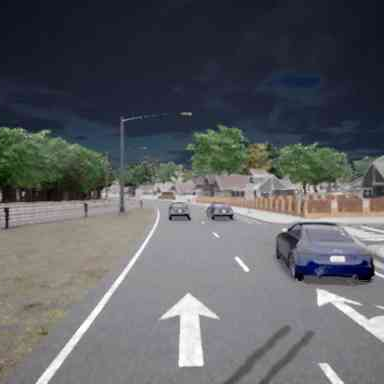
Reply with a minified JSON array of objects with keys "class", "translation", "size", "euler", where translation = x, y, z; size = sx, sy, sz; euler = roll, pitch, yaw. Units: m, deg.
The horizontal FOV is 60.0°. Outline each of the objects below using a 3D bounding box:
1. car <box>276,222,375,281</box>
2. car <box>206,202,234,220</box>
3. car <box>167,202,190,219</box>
[{"class":"car","translation":[3.735,1.587,10.007],"size":[1.994,1.385,4.181],"euler":[0,0,6]},{"class":"car","translation":[2.361,1.621,29.162],"size":[2.033,1.411,5.357],"euler":[0,0,-5]},{"class":"car","translation":[-1.208,1.632,29.830],"size":[2.033,1.411,5.357],"euler":[0,0,-5]}]
